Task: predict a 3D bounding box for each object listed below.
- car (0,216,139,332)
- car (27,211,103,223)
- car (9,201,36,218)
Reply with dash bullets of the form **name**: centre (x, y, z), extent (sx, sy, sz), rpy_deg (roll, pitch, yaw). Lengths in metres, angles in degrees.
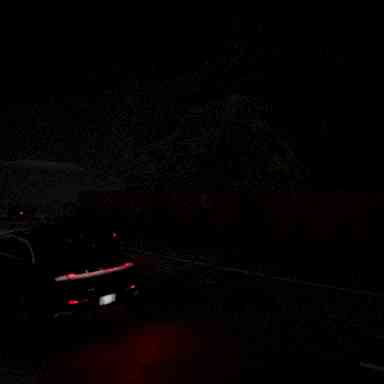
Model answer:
- **car**: centre (-3.154, 1.506, 6.962), extent (4.902, 1.511, 2.128), rpy_deg (0, 0, 42)
- **car**: centre (-4.900, 1.631, 13.624), extent (1.895, 1.301, 4.718), rpy_deg (0, 0, -42)
- **car**: centre (-14.678, 1.529, 28.875), extent (1.882, 1.535, 5.008), rpy_deg (0, 0, -24)
